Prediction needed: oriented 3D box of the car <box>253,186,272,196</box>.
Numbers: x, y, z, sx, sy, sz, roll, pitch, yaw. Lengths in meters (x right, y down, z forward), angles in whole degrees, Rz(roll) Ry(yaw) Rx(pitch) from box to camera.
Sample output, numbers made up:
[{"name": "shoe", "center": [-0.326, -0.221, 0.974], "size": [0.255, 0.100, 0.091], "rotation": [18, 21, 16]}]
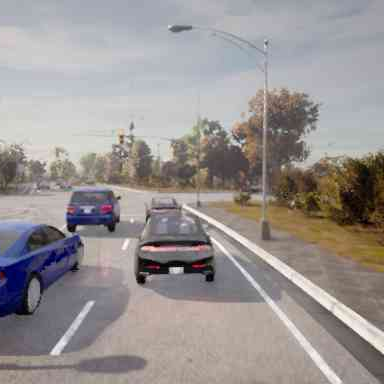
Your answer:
[{"name": "car", "center": [11.680, -0.172, 47.312], "size": [4.892, 1.490, 1.837], "rotation": [1, 3, -21]}]

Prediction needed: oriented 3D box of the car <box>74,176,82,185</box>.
[{"name": "car", "center": [-28.934, -2.589, 81.643], "size": [2.097, 1.767, 4.553], "rotation": [-2, 3, -25]}]

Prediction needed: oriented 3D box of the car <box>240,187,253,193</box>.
[{"name": "car", "center": [9.739, -0.272, 50.308], "size": [4.718, 1.301, 1.895], "rotation": [1, 3, -21]}]

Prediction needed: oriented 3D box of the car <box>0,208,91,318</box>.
[{"name": "car", "center": [-3.831, 1.379, 7.256], "size": [1.882, 1.535, 5.008], "rotation": [0, 1, -4]}]

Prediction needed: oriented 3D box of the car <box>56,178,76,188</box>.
[{"name": "car", "center": [-22.289, -1.210, 58.779], "size": [2.128, 1.511, 4.902], "rotation": [-1, 4, -24]}]

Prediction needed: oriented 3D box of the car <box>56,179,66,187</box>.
[{"name": "car", "center": [-29.032, -2.007, 73.535], "size": [1.837, 1.490, 4.892], "rotation": [-2, 3, -25]}]

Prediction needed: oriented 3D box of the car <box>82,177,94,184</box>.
[{"name": "car", "center": [-25.783, -2.436, 83.179], "size": [1.895, 1.301, 4.718], "rotation": [-2, 3, -25]}]

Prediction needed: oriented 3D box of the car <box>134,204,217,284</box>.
[{"name": "car", "center": [-0.506, 1.338, 9.207], "size": [2.128, 1.511, 4.902], "rotation": [0, 1, -4]}]

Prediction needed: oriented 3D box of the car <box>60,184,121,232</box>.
[{"name": "car", "center": [-4.963, 0.813, 17.272], "size": [2.150, 2.045, 5.566], "rotation": [0, 2, -8]}]

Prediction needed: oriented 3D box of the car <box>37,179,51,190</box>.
[{"name": "car", "center": [-25.476, -1.093, 57.333], "size": [1.812, 1.442, 4.674], "rotation": [-1, 4, -24]}]

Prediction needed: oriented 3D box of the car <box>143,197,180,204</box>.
[{"name": "car", "center": [-1.637, 1.023, 18.513], "size": [2.128, 1.511, 4.902], "rotation": [-1, 2, -8]}]

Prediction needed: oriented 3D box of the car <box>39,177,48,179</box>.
[{"name": "car", "center": [-32.213, -2.198, 72.061], "size": [2.150, 2.045, 5.566], "rotation": [-2, 3, -25]}]
